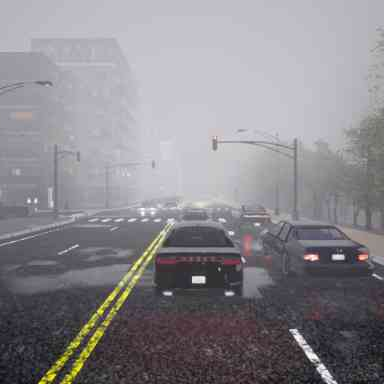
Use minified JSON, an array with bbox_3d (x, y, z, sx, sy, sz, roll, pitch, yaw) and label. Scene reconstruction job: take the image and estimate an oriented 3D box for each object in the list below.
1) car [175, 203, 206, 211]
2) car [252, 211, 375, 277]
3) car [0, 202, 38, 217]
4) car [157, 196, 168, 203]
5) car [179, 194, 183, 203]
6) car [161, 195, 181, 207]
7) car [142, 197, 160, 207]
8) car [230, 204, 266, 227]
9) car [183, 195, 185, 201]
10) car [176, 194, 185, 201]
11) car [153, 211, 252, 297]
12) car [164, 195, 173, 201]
[{"bbox_3d":[0.190,1.566,18.990,1.994,1.385,4.181,0,0,0],"label":"car"},{"bbox_3d":[3.395,1.548,10.158,2.033,1.411,5.357,0,0,1],"label":"car"},{"bbox_3d":[-18.182,1.723,33.577,4.902,1.511,2.128,-1,0,-1],"label":"car"},{"bbox_3d":[-6.166,1.625,70.159,1.895,1.301,4.718,0,0,0],"label":"car"},{"bbox_3d":[-3.043,1.526,59.953,1.837,1.490,4.892,0,0,0],"label":"car"},{"bbox_3d":[-3.104,1.562,50.354,2.033,1.411,5.357,0,0,0],"label":"car"},{"bbox_3d":[-6.354,1.615,50.115,1.895,1.301,4.718,0,0,0],"label":"car"},{"bbox_3d":[3.443,1.494,19.900,2.128,1.511,4.902,0,0,0],"label":"car"},{"bbox_3d":[-2.917,1.583,69.938,1.994,1.385,4.181,0,0,0],"label":"car"},{"bbox_3d":[-2.851,1.388,83.601,2.097,1.767,4.553,0,0,0],"label":"car"},{"bbox_3d":[0.140,1.478,8.650,1.882,1.535,5.008,0,0,0],"label":"car"},{"bbox_3d":[-6.093,1.583,85.162,1.994,1.385,4.181,0,0,0],"label":"car"}]
